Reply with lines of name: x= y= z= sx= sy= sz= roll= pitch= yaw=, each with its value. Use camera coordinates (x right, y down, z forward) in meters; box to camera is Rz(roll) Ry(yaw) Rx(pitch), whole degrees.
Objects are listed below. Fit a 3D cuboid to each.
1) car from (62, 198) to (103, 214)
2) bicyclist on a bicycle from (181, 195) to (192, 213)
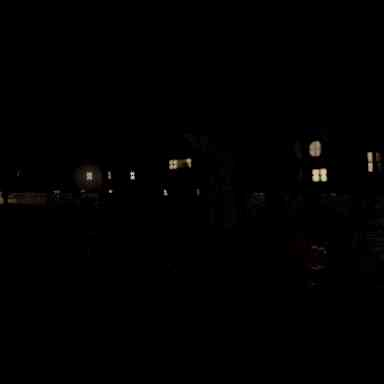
car: x=-11.207 y=1.324 z=33.751 sx=4.902 sy=1.511 sz=2.128 roll=0 pitch=3 yaw=33
bicyclist on a bicycle: x=-0.499 y=1.051 z=29.773 sx=0.582 sy=1.620 sz=1.656 roll=0 pitch=3 yaw=38
